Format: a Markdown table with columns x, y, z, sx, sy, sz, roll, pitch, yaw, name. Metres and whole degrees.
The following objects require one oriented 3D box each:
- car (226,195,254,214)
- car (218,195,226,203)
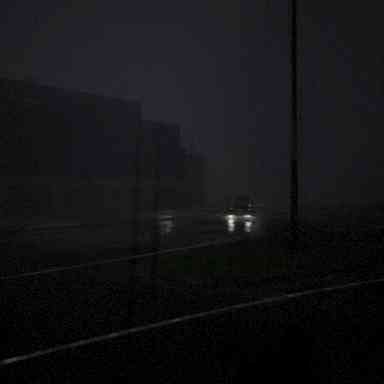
| x | y | z | sx | sy | sz | roll | pitch | yaw | name |
| --- | --- | --- | --- | --- | --- | --- | --- | --- | --- |
| 4.900 | 1.100 | 32.303 | 2.097 | 1.767 | 4.553 | 0 | 0 | 13 | car |
| 6.113 | 1.192 | 53.127 | 1.895 | 1.301 | 4.718 | 0 | 0 | -26 | car |
